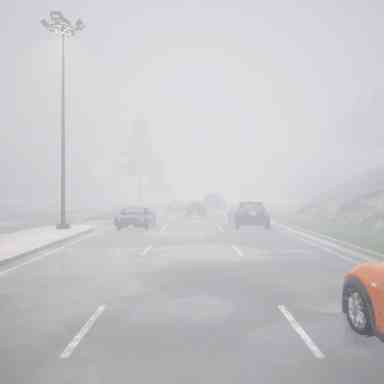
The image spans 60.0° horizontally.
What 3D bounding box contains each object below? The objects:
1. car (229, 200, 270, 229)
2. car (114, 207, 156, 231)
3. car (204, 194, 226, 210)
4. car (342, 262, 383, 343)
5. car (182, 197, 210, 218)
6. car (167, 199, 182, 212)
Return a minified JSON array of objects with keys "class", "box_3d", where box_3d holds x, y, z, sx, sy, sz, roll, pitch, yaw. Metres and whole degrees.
[{"class":"car","box_3d":[3.621,1.352,21.614,2.097,1.767,4.553,0,0,0]},{"class":"car","box_3d":[-3.391,1.601,20.720,1.895,1.301,4.718,0,0,0]},{"class":"car","box_3d":[2.895,1.221,42.682,2.150,2.045,5.566,0,0,15]},{"class":"car","box_3d":[3.601,1.351,3.820,2.097,1.767,4.553,0,0,0]},{"class":"car","box_3d":[0.441,1.506,30.630,1.837,1.490,4.892,0,0,4]},{"class":"car","box_3d":[-1.563,1.564,39.266,1.994,1.385,4.181,0,0,13]}]
